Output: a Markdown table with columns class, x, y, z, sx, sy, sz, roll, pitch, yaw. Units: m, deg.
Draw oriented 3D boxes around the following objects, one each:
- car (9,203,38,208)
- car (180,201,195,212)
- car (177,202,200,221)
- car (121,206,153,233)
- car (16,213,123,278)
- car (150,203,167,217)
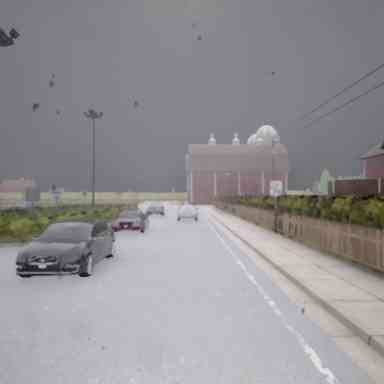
| class | x | y | z | sx | sy | sz | roll | pitch | yaw |
| --- | --- | --- | --- | --- | --- | --- | --- | --- | --- |
| car | -21.324 | 2.082 | 42.238 | 2.033 | 1.411 | 5.357 | 0 | -1 | 7 |
| car | -0.701 | 2.098 | 49.140 | 2.128 | 1.511 | 4.902 | 0 | -1 | -1 |
| car | -0.386 | 1.910 | 31.055 | 1.812 | 1.442 | 4.674 | 0 | -1 | 0 |
| car | -3.892 | 1.832 | 21.435 | 1.994 | 1.385 | 4.181 | 0 | -1 | -1 |
| car | -3.737 | 1.642 | 10.676 | 1.837 | 1.490 | 4.892 | 0 | -1 | -1 |
| car | -4.047 | 1.995 | 37.835 | 1.812 | 1.442 | 4.674 | 0 | -1 | -1 |
